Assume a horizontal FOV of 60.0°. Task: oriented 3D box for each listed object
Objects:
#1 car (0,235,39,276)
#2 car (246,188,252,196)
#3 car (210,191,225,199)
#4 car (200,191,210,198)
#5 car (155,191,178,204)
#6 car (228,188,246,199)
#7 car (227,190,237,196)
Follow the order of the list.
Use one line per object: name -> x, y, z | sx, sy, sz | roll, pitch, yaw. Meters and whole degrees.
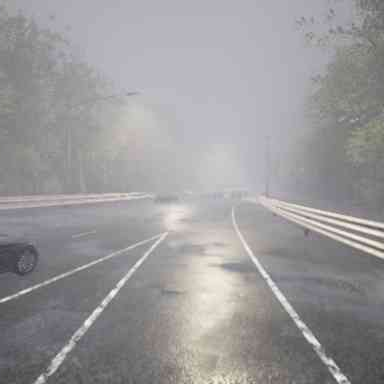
car -> -5.377, 1.388, 7.056 | 1.812, 1.442, 4.674 | 1, 1, 14
car -> 12.715, 0.294, 80.433 | 1.837, 1.490, 4.892 | 1, 1, 14
car -> 5.366, 0.471, 65.253 | 1.882, 1.535, 5.008 | 1, 1, 14
car -> 2.985, 0.478, 70.211 | 1.895, 1.301, 4.718 | 1, 1, 14
car -> -3.314, 0.618, 44.642 | 2.097, 1.767, 4.553 | 1, 1, 14
car -> 8.805, 0.390, 64.559 | 2.097, 1.767, 4.553 | 1, 1, 14
car -> 10.222, 0.229, 84.943 | 2.033, 1.411, 5.357 | 1, 1, 14
